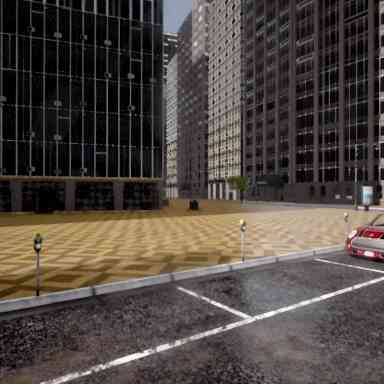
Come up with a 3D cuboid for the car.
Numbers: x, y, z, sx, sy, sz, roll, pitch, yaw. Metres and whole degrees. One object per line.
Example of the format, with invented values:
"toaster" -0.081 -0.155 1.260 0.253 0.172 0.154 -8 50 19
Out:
"car" 7.237 1.437 11.716 4.097 1.590 1.967 0 0 -35
